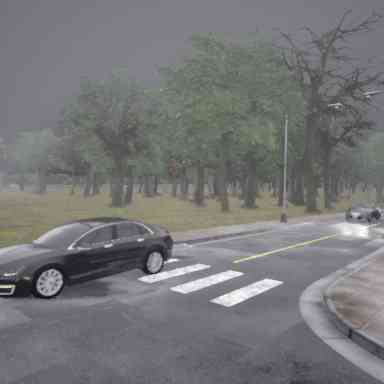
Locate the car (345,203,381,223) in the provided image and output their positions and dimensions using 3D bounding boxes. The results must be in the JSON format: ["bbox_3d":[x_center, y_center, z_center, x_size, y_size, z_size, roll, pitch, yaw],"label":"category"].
[{"bbox_3d":[14.317,1.661,27.707,2.128,1.511,4.902,2,1,41],"label":"car"}]

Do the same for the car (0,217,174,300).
[{"bbox_3d":[-2.581,1.448,8.456,1.837,1.490,4.892,2,2,41],"label":"car"}]
